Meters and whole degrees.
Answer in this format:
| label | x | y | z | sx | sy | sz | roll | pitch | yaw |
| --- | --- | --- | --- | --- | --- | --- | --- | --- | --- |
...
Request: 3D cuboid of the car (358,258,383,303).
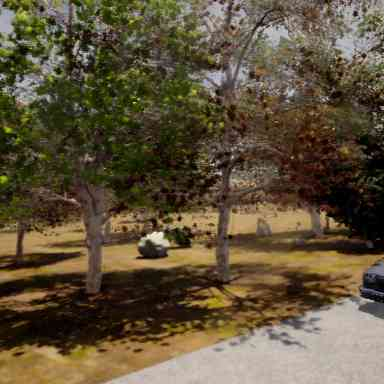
| label | x | y | z | sx | sy | sz | roll | pitch | yaw |
| --- | --- | --- | --- | --- | --- | --- | --- | --- | --- |
| car | 5.769 | 1.518 | 7.093 | 5.357 | 1.411 | 2.033 | 0 | 0 | -35 |
